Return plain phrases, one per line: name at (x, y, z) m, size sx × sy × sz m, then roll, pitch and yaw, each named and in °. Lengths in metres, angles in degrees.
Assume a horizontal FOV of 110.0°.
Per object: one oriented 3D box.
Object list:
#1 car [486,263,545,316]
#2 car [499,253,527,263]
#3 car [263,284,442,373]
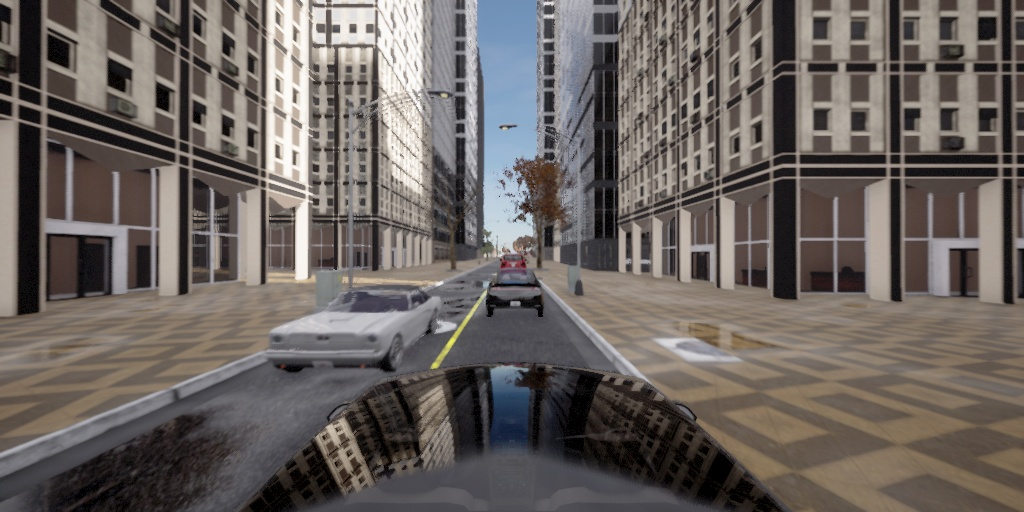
car at (0.101, 1.170, 12.910) m, size 2.128 × 1.511 × 4.902 m, roll 0°, pitch 0°, yaw 0°
car at (0.104, 0.787, 30.845) m, size 2.150 × 2.045 × 5.566 m, roll 0°, pitch 0°, yaw 0°
car at (-2.849, 1.313, 7.599) m, size 1.895 × 1.301 × 4.718 m, roll 0°, pitch 0°, yaw 0°
